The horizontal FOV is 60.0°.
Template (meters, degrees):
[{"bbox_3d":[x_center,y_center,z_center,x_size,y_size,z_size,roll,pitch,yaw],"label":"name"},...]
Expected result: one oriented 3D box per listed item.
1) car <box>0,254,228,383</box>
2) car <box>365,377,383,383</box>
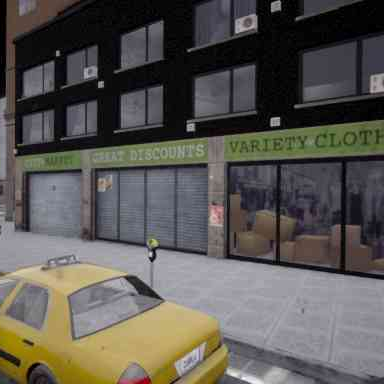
[{"bbox_3d":[-1.892,1.524,4.441,4.829,1.417,1.752,0,1,36],"label":"car"},{"bbox_3d":[2.793,1.551,1.097,4.403,1.369,2.008,0,1,36],"label":"car"}]
